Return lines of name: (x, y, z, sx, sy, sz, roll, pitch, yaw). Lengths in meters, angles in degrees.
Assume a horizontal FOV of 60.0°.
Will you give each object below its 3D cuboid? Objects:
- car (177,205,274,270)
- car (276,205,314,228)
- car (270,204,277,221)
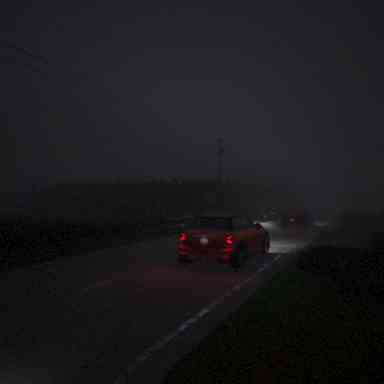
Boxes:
car: (1.318, 1.527, 12.065, 2.097, 1.767, 4.553, 0, -1, 26)
car: (8.200, 1.863, 25.758, 1.882, 1.535, 5.008, 0, -1, 27)
car: (7.717, 1.966, 32.312, 2.128, 1.511, 4.902, 0, -1, 27)
